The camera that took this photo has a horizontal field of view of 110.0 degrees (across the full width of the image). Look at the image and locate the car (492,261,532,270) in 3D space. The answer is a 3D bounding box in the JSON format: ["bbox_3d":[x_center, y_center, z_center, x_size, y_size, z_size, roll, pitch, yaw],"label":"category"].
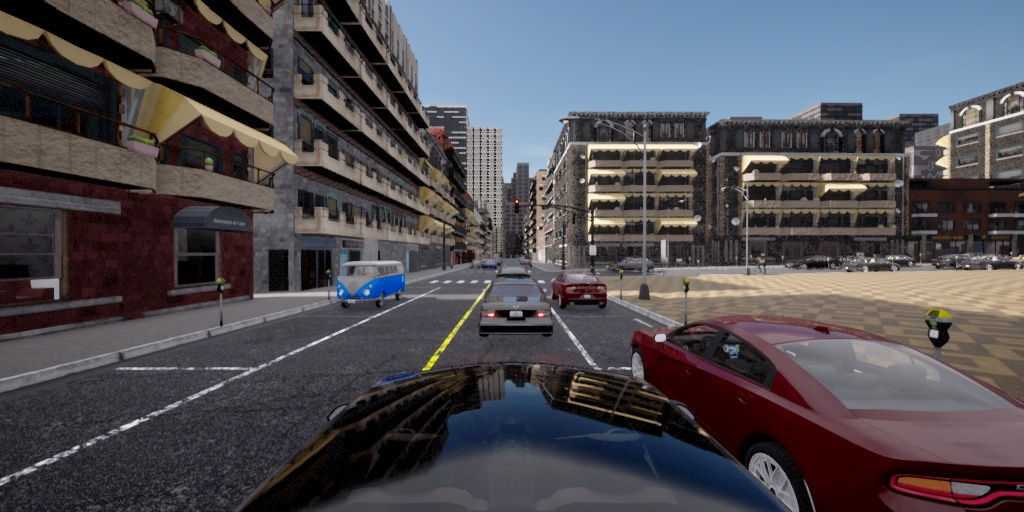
[{"bbox_3d":[0.061,1.228,20.090,1.882,1.535,5.008,0,0,0],"label":"car"}]

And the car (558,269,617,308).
[{"bbox_3d":[2.661,1.295,14.888,1.888,1.381,4.507,0,0,0],"label":"car"}]

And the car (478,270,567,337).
[{"bbox_3d":[0.083,1.297,10.261,2.033,1.411,5.357,0,0,0],"label":"car"}]

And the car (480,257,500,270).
[{"bbox_3d":[-3.201,1.241,52.612,1.882,1.535,5.008,0,1,0],"label":"car"}]

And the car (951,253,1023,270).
[{"bbox_3d":[43.548,0.629,32.581,4.403,1.370,2.007,0,0,-1],"label":"car"}]

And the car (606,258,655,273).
[{"bbox_3d":[12.510,1.009,37.941,4.902,1.511,2.128,-1,1,1],"label":"car"}]

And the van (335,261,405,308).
[{"bbox_3d":[-5.720,1.090,14.871,1.690,1.789,3.998,0,0,0],"label":"van"}]

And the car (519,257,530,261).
[{"bbox_3d":[2.555,1.212,63.887,1.967,1.591,4.097,0,0,0],"label":"car"}]

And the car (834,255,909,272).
[{"bbox_3d":[32.412,0.803,32.400,4.403,1.370,2.007,0,0,-1],"label":"car"}]

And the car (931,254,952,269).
[{"bbox_3d":[44.309,0.536,35.231,4.902,1.511,2.128,-1,0,0],"label":"car"}]

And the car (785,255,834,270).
[{"bbox_3d":[31.891,0.690,38.173,5.008,1.535,1.882,-1,0,-1],"label":"car"}]

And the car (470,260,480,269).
[{"bbox_3d":[-5.813,1.318,58.346,2.007,1.370,4.403,0,0,0],"label":"car"}]

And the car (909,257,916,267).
[{"bbox_3d":[43.412,0.562,40.961,4.403,1.370,2.007,0,0,-1],"label":"car"}]

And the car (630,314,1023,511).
[{"bbox_3d":[2.685,1.295,3.836,1.888,1.381,4.507,0,0,0],"label":"car"}]

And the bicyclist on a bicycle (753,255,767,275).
[{"bbox_3d":[20.186,0.770,29.247,0.582,1.620,1.656,-1,0,-1],"label":"bicyclist on a bicycle"}]
